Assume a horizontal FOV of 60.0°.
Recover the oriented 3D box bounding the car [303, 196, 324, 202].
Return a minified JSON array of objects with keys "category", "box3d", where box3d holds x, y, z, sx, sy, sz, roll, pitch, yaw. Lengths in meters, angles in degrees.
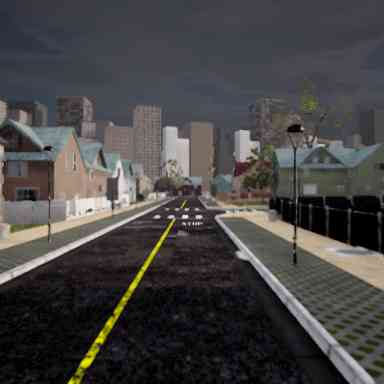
[{"category":"car","box3d":[11.493,1.125,32.735,5.357,1.411,2.033,-1,0,1]}]
